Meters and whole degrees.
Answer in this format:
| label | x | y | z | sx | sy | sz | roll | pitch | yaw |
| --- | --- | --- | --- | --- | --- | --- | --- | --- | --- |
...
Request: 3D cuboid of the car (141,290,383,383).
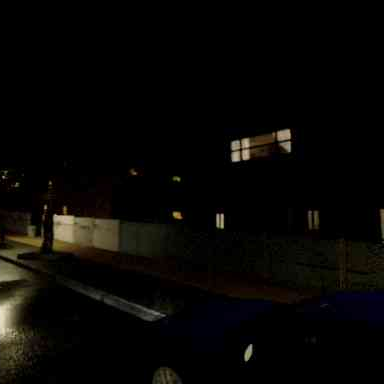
| label | x | y | z | sx | sy | sz | roll | pitch | yaw |
| --- | --- | --- | --- | --- | --- | --- | --- | --- | --- |
| car | 1.560 | 1.638 | 2.866 | 5.008 | 1.535 | 1.882 | -1 | -3 | 45 |
